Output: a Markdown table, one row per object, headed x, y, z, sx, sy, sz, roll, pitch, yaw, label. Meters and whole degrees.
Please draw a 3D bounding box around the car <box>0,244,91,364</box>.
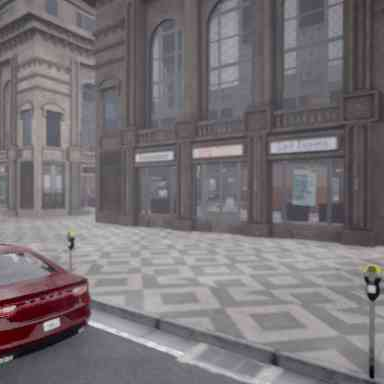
| x | y | z | sx | sy | sz | roll | pitch | yaw | label |
| --- | --- | --- | --- | --- | --- | --- | --- | --- | --- |
| -3.596 | 1.547 | 5.516 | 4.507 | 1.381 | 1.887 | 0 | 0 | 35 | car |
